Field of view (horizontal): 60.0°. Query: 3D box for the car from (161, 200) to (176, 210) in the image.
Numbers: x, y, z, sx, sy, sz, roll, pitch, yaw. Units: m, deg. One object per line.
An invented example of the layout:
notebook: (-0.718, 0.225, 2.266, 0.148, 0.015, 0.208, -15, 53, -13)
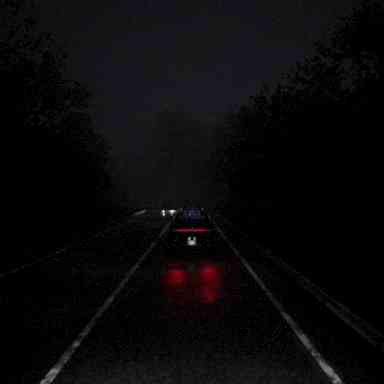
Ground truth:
car: (-3.525, 1.978, 50.408, 1.994, 1.385, 4.181, 0, -1, 0)

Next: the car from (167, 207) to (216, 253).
car: (-0.002, 1.613, 14.290, 2.128, 1.511, 4.902, 0, 0, 0)

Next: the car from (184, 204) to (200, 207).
car: (-0.011, 1.787, 28.987, 2.033, 1.411, 5.357, 0, 0, 0)
